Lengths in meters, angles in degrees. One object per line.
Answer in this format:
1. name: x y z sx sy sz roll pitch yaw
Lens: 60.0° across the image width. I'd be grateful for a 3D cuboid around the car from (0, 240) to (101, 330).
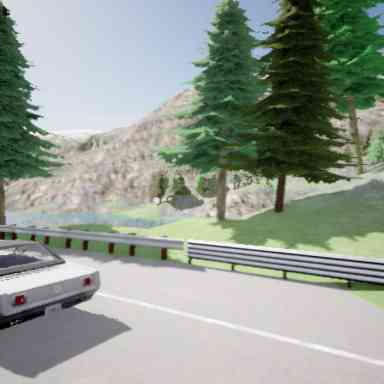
1. car: -4.103 1.641 6.659 4.718 1.301 1.895 -1 0 34
